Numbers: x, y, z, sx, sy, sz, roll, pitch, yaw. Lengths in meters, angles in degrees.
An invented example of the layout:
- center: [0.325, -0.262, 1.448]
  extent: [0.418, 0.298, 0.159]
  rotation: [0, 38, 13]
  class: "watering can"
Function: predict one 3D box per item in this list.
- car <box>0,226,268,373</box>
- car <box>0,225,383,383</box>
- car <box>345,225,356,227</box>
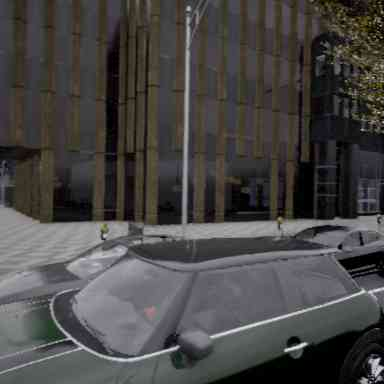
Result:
- center: [-1.008, 1.477, 5.892]
  extent: [4.403, 1.369, 2.008]
  rotation: [1, 0, -32]
  class: "car"
- center: [-0.126, 1.317, 3.301]
  extent: [4.553, 1.767, 2.097]
  rotation: [1, 1, -32]
  class: "car"
- center: [3.682, 1.572, 8.788]
  extent: [4.313, 1.339, 1.947]
  rotation: [1, 0, -32]
  class: "car"
